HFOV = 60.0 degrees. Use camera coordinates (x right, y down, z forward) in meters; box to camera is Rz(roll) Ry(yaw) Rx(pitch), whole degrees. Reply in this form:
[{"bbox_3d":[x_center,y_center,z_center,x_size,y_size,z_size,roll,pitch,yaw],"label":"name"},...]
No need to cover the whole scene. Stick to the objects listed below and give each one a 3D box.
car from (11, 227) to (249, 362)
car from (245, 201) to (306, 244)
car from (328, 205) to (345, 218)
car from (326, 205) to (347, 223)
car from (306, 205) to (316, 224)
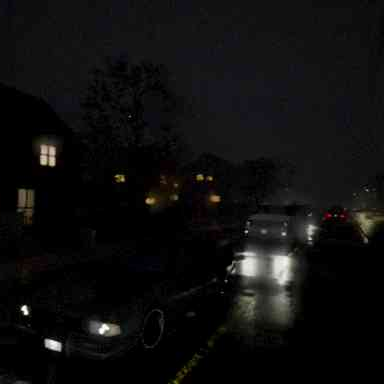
[{"bbox_3d":[-0.645,1.620,6.663,2.033,1.411,5.357,1,-1,25],"label":"car"},{"bbox_3d":[4.652,1.564,18.380,2.150,2.045,5.566,1,0,26],"label":"car"},{"bbox_3d":[18.761,2.472,43.013,1.882,1.535,5.008,1,-1,24],"label":"car"},{"bbox_3d":[14.490,2.318,33.368,2.033,1.411,5.357,1,-1,25],"label":"car"},{"bbox_3d":[10.472,2.005,31.392,2.097,1.767,4.553,1,-1,24],"label":"car"}]
